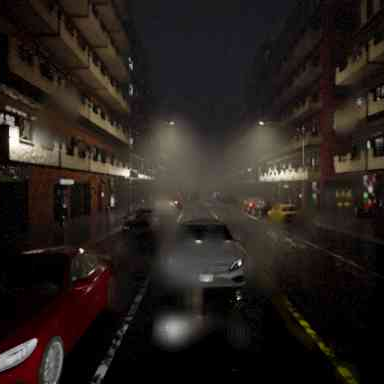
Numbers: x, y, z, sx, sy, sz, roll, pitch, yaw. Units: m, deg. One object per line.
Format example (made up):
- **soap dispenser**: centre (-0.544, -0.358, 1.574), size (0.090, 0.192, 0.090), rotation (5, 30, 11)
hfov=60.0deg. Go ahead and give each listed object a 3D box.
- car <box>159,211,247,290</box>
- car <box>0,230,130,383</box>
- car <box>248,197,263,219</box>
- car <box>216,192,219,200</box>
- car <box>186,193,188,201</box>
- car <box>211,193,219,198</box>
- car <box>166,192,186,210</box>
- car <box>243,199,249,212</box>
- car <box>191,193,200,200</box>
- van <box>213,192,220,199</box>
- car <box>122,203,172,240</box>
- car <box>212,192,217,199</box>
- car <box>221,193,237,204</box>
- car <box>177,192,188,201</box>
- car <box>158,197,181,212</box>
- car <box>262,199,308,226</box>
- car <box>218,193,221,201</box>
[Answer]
- **car**: centre (0.307, 1.471, 9.058), size (1.812, 1.442, 4.674), rotation (0, 0, 1)
- **car**: centre (-2.316, 1.551, 5.041), size (1.802, 1.307, 4.206), rotation (-1, 0, 0)
- **car**: centre (6.190, 1.403, 27.372), size (1.947, 1.339, 4.313), rotation (-1, 0, 0)
- **car**: centre (6.413, 1.133, 66.755), size (1.752, 1.417, 4.829), rotation (-1, 0, 0)
- **car**: centre (-1.968, 1.159, 66.661), size (2.008, 1.369, 4.403), rotation (-1, 0, 0)
- **car**: centre (6.571, 0.999, 94.594), size (2.008, 1.369, 4.403), rotation (-1, 0, 0)
- **car**: centre (-2.130, 1.086, 38.651), size (2.192, 1.841, 5.009), rotation (-1, 0, 0)
- **car**: centre (6.220, 1.244, 32.973), size (1.967, 1.590, 4.097), rotation (-1, 0, 0)
- **car**: centre (0.771, 0.920, 73.390), size (2.097, 1.767, 4.553), rotation (0, 0, 0)
- **van**: centre (6.536, 0.821, 88.991), size (1.690, 1.788, 3.998), rotation (-1, 0, 0)
- **car**: centre (-2.253, 1.454, 16.245), size (2.008, 1.369, 4.403), rotation (-1, 0, 0)
- **car**: centre (6.474, 0.984, 77.789), size (1.967, 1.590, 4.097), rotation (-1, 0, 0)
- **car**: centre (6.349, 1.239, 55.381), size (1.947, 1.339, 4.313), rotation (-1, 0, 0)
- **car**: centre (-1.939, 0.891, 72.262), size (2.192, 1.841, 5.009), rotation (-1, 0, 0)
- **car**: centre (-2.190, 1.388, 27.448), size (2.008, 1.369, 4.403), rotation (-1, 0, 0)
- **car**: centre (6.159, 1.394, 21.940), size (1.752, 1.417, 4.829), rotation (-1, 0, 0)
- **car**: centre (6.380, 1.192, 60.984), size (2.008, 1.369, 4.403), rotation (-1, 0, 0)
